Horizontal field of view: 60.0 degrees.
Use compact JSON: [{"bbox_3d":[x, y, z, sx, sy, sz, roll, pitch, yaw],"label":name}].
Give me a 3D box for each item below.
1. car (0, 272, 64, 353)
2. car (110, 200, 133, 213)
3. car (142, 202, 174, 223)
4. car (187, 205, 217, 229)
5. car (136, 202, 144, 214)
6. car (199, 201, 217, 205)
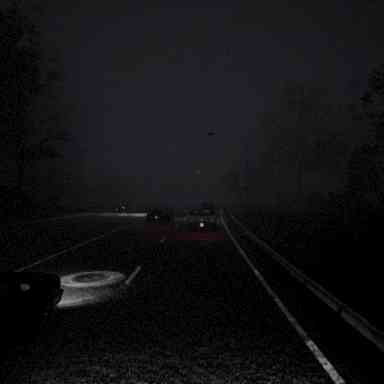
[{"bbox_3d":[-3.356,1.577,3.798,2.033,1.411,5.357,0,0,1],"label":"car"},{"bbox_3d":[-8.717,1.837,41.751,1.837,1.490,4.892,0,-1,5],"label":"car"},{"bbox_3d":[-2.548,1.745,27.307,1.812,1.442,4.674,0,0,3],"label":"car"},{"bbox_3d":[0.717,1.787,22.928,1.895,1.301,4.718,0,0,3],"label":"car"},{"bbox_3d":[-5.337,1.885,40.179,1.994,1.385,4.181,0,0,5],"label":"car"},{"bbox_3d":[1.836,1.825,39.722,1.837,1.490,4.892,0,-1,5],"label":"car"}]
